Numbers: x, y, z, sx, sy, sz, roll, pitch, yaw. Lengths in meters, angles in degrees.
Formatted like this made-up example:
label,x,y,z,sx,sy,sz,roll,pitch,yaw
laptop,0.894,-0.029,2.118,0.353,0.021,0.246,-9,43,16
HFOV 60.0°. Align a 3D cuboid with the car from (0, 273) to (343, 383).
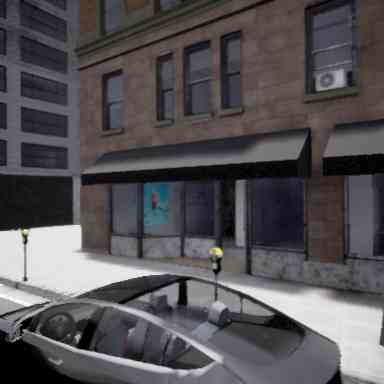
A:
label,x,y,z,sx,sy,sz,roll,pitch,yaw
car,-0.685,1.600,3.566,4.313,1.339,1.947,-1,0,35
